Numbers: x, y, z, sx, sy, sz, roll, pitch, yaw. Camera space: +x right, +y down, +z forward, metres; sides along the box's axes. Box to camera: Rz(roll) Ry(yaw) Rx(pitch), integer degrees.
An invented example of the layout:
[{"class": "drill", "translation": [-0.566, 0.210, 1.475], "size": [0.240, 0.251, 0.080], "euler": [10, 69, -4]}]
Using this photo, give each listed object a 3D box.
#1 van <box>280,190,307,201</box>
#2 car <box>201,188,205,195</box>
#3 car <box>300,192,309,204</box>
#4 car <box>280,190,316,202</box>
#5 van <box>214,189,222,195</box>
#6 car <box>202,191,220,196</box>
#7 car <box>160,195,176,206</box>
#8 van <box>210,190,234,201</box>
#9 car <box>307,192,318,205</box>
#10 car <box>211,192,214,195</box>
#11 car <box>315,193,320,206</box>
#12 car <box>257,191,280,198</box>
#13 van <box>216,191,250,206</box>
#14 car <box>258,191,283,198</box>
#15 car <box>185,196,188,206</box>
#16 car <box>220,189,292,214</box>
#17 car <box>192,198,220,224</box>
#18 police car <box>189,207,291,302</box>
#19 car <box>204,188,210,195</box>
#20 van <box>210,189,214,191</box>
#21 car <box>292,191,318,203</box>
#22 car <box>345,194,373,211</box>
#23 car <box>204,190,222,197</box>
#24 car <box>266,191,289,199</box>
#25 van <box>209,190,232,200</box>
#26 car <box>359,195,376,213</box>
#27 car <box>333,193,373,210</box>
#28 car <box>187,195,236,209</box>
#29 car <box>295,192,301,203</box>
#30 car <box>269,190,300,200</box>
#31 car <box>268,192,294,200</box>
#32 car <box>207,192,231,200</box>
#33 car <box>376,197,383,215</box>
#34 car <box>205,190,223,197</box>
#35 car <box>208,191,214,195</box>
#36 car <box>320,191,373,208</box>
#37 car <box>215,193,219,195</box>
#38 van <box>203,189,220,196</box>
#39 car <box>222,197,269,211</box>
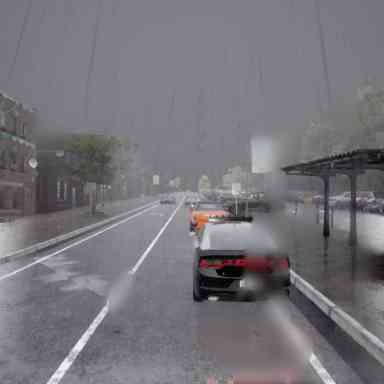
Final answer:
[{"class": "van", "translation": [18.764, 0.697, 61.500], "size": [4.442, 1.987, 1.878], "euler": [0, 1, 0]}, {"class": "car", "translation": [5.484, 0.397, 77.708], "size": [5.566, 2.045, 2.435], "euler": [0, 1, 0]}, {"class": "car", "translation": [18.879, 1.116, 47.622], "size": [5.366, 1.575, 1.946], "euler": [0, 1, 0]}, {"class": "car", "translation": [18.685, 0.718, 58.723], "size": [5.566, 2.045, 2.435], "euler": [0, 1, 0]}, {"class": "van", "translation": [5.510, 0.930, 44.068], "size": [4.442, 1.987, 1.878], "euler": [0, 1, 0]}, {"class": "car", "translation": [5.450, 0.365, 94.529], "size": [5.008, 1.535, 2.097], "euler": [0, 1, 0]}, {"class": "car", "translation": [-3.345, 1.176, 46.902], "size": [1.994, 1.385, 4.181], "euler": [0, 1, 0]}, {"class": "van", "translation": [5.677, 0.658, 63.694], "size": [4.442, 1.987, 1.878], "euler": [0, 1, 0]}, {"class": "car", "translation": [18.699, 1.149, 44.844], "size": [5.008, 1.535, 2.097], "euler": [0, 1, 0]}, {"class": "car", "translation": [5.637, 1.125, 49.676], "size": [4.792, 1.488, 2.163], "euler": [0, 1, 0]}, {"class": "car", "translation": [18.707, 1.177, 42.067], "size": [4.892, 1.521, 2.231], "euler": [0, 1, 0]}, {"class": "car", "translation": [18.587, 0.597, 80.931], "size": [4.892, 1.521, 2.231], "euler": [0, 1, 0]}, {"class": "van", "translation": [5.734, 0.900, 46.871], "size": [4.442, 1.987, 1.878], "euler": [0, 1, 0]}, {"class": "car", "translation": [18.405, 0.639, 78.154], "size": [5.366, 1.575, 1.946], "euler": [0, 1, 0]}, {"class": "car", "translation": [-0.060, 1.214, 46.852], "size": [1.895, 1.301, 4.718], "euler": [0, 1, 1]}, {"class": "car", "translation": [5.646, 1.032, 30.049], "size": [5.566, 2.045, 2.435], "euler": [0, 1, 0]}, {"class": "car", "translation": [0.925, 1.303, 24.526], "size": [1.801, 1.575, 5.366], "euler": [0, 1, 0]}, {"class": "police car", "translation": [0.958, 1.401, 8.428], "size": [1.930, 1.638, 5.238], "euler": [0, 0, 0]}, {"class": "car", "translation": [5.542, 0.680, 60.889], "size": [5.566, 2.045, 2.435], "euler": [0, 1, 0]}, {"class": "van", "translation": [5.696, 0.752, 58.090], "size": [4.442, 1.987, 1.878], "euler": [0, 1, 0]}, {"class": "car", "translation": [18.704, 1.080, 53.176], "size": [4.792, 1.488, 2.163], "euler": [0, 1, 0]}, {"class": "car", "translation": [18.747, 1.251, 33.741], "size": [5.008, 1.535, 2.097], "euler": [0, 1, 0]}, {"class": "car", "translation": [5.452, 0.381, 86.118], "size": [4.553, 1.767, 2.185], "euler": [0, 1, 0]}, {"class": "car", "translation": [18.640, 0.610, 72.603], "size": [4.553, 1.767, 2.185], "euler": [0, 1, 0]}, {"class": "van", "translation": [5.667, 0.611, 66.497], "size": [4.442, 1.987, 1.878], "euler": [0, 1, 0]}, {"class": "car", "translation": [18.758, 1.277, 30.965], "size": [4.892, 1.521, 2.231], "euler": [0, 1, 0]}, {"class": "car", "translation": [18.737, 1.226, 36.517], "size": [5.008, 1.535, 2.097], "euler": [0, 1, 0]}, {"class": "car", "translation": [0.937, 1.254, 18.297], "size": [2.097, 1.767, 4.553], "euler": [0, 1, 0]}, {"class": "car", "translation": [18.656, 1.119, 50.393], "size": [4.792, 1.488, 2.163], "euler": [0, 1, 0]}, {"class": "car", "translation": [18.657, 0.578, 67.049], "size": [5.566, 2.045, 2.435], "euler": [0, 1, 0]}, {"class": "car", "translation": [18.590, 0.812, 69.829], "size": [4.792, 1.488, 2.163], "euler": [0, 1, 0]}, {"class": "car", "translation": [5.535, 0.791, 69.304], "size": [4.892, 1.521, 2.231], "euler": [0, 1, 0]}, {"class": "car", "translation": [18.790, 1.330, 28.191], "size": [4.792, 1.488, 2.163], "euler": [0, 1, 0]}, {"class": "car", "translation": [5.462, 0.428, 83.315], "size": [4.553, 1.767, 2.185], "euler": [0, 1, 0]}, {"class": "car", "translation": [5.595, 1.020, 55.286], "size": [4.892, 1.521, 2.231], "euler": [0, 1, 0]}, {"class": "car", "translation": [18.694, 0.950, 39.290], "size": [5.566, 2.045, 2.435], "euler": [0, 1, 0]}, {"class": "car", "translation": [5.631, 1.182, 41.264], "size": [5.008, 1.535, 2.097], "euler": [0, 1, 0]}, {"class": "van", "translation": [5.348, 0.187, 91.722], "size": [4.442, 1.987, 1.878], "euler": [0, 1, 0]}, {"class": "car", "translation": [5.658, 1.273, 35.658], "size": [4.674, 1.452, 2.002], "euler": [0, 1, 0]}]
